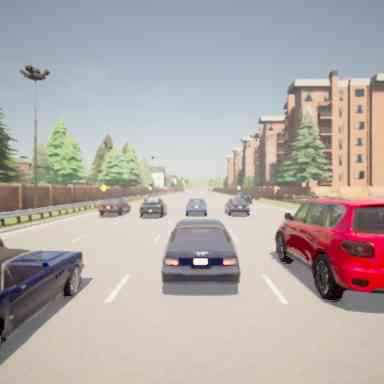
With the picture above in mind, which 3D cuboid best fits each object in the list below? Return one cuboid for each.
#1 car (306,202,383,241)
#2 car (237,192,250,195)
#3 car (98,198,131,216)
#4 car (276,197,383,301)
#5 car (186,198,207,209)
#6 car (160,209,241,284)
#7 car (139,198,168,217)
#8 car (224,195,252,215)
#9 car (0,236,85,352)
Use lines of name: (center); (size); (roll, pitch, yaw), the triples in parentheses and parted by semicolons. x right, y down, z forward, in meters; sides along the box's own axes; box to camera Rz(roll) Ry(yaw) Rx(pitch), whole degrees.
car: (7.306, 1.328, 16.479); (1.812, 1.442, 4.674); (0, 0, 1)
car: (7.493, 0.794, 49.031); (2.097, 1.767, 4.553); (0, 1, 1)
car: (-6.612, 1.241, 28.879); (2.033, 1.411, 5.357); (0, 1, 1)
car: (3.694, 1.121, 8.211); (2.150, 2.045, 5.566); (0, 0, 1)
car: (0.387, 1.224, 29.170); (2.033, 1.411, 5.357); (0, 1, 1)
car: (0.210, 1.443, 9.309); (2.033, 1.411, 5.357); (0, 1, 1)
car: (-3.083, 1.198, 27.163); (2.128, 1.511, 4.902); (0, 1, 0)
car: (3.886, 1.217, 29.163); (2.033, 1.411, 5.357); (0, 1, 1)
car: (-3.343, 1.547, 5.393); (1.895, 1.301, 4.718); (0, 1, 1)
